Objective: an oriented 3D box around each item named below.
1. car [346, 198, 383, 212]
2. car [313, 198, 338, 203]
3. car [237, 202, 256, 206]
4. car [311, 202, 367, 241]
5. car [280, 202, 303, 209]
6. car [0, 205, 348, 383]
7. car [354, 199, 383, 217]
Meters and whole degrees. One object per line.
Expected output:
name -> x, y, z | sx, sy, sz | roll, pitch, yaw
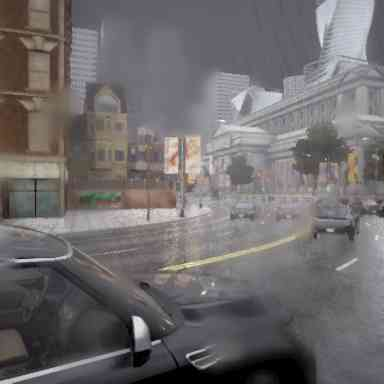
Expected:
car -> 19.943, 1.496, 38.519 | 2.002, 1.452, 4.674 | 0, 0, 1
car -> 12.615, 1.346, 31.434 | 2.097, 1.767, 4.553 | 0, 0, 10
car -> 4.440, 1.539, 27.498 | 1.812, 1.442, 4.674 | 0, 0, 17
car -> 7.367, 1.485, 16.840 | 2.128, 1.511, 4.902 | 0, 0, 31
car -> 7.779, 1.541, 26.447 | 1.812, 1.442, 4.674 | 0, 0, 17
car -> -1.581, 1.214, 2.150 | 5.566, 2.045, 2.150 | 0, 0, -35
car -> 16.063, 1.515, 30.834 | 1.812, 1.442, 4.674 | 0, 0, 10
